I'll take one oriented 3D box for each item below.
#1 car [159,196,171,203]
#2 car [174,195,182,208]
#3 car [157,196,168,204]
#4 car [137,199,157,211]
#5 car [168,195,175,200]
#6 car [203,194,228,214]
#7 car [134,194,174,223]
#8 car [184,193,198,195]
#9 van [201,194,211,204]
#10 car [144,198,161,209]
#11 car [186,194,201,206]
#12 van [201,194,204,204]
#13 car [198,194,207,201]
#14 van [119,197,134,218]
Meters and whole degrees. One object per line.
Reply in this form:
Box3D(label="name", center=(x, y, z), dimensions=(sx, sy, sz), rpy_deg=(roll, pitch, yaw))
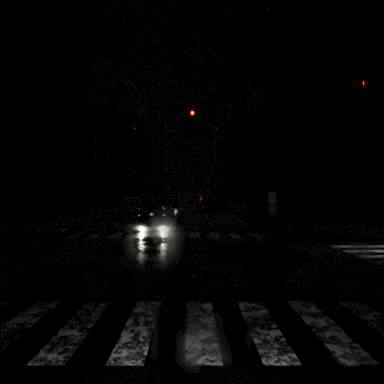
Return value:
Box3D(label="car", center=(-5.447, 1.543, 67.795), dimensions=(2.008, 1.369, 4.403), rpy_deg=(0, 0, 0))
Box3D(label="car", center=(-2.872, 1.544, 47.186), dimensions=(2.033, 1.411, 5.357), rpy_deg=(0, 0, 0))
Box3D(label="car", center=(-5.445, 1.519, 62.220), dimensions=(1.752, 1.417, 4.829), rpy_deg=(0, 0, 0))
Box3D(label="car", center=(-5.436, 1.563, 40.764), dimensions=(1.947, 1.339, 4.313), rpy_deg=(0, 0, 0))
Box3D(label="car", center=(-5.457, 1.571, 89.421), dimensions=(1.802, 1.307, 4.206), rpy_deg=(0, 0, 0))
Box3D(label="car", center=(2.678, 1.312, 35.365), dimensions=(2.192, 1.841, 5.009), rpy_deg=(0, 0, 0))
Box3D(label="car", center=(-2.870, 1.220, 26.148), dimensions=(2.150, 2.045, 5.566), rpy_deg=(0, 0, 0))
Box3D(label="car", center=(-0.047, 1.485, 65.166), dimensions=(2.128, 1.511, 4.902), rpy_deg=(0, 0, 0))
Box3D(label="van", center=(2.634, 1.335, 62.397), dimensions=(1.690, 1.788, 3.998), rpy_deg=(0, 0, 0))
Box3D(label="car", center=(-5.438, 1.541, 46.171), dimensions=(1.887, 1.381, 4.507), rpy_deg=(0, 0, 0))
Box3D(label="car", center=(0.013, 1.542, 55.217), dimensions=(2.033, 1.411, 5.357), rpy_deg=(0, 0, 0))
Box3D(label="van", center=(2.651, 1.336, 51.584), dimensions=(1.690, 1.788, 3.998), rpy_deg=(0, 0, 0))
Box3D(label="car", center=(2.599, 1.430, 84.021), dimensions=(1.967, 1.590, 4.097), rpy_deg=(0, 0, 0))
Box3D(label="van", center=(-5.431, 1.339, 29.952), dimensions=(1.690, 1.788, 3.998), rpy_deg=(0, 0, 0))
